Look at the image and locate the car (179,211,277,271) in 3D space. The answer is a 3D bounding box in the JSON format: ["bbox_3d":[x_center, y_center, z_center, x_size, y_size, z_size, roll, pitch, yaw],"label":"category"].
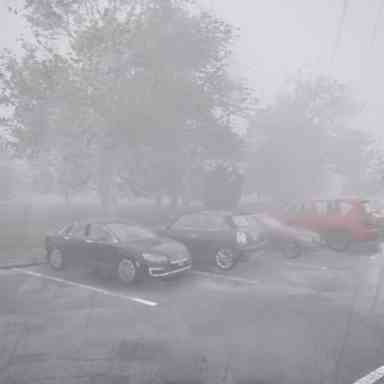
[{"bbox_3d":[0.184,1.409,11.253,4.553,1.767,2.185,-1,-1,35],"label":"car"}]

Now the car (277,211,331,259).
[{"bbox_3d":[2.600,1.600,12.974,4.674,1.452,2.002,-1,-1,35],"label":"car"}]

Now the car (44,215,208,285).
[{"bbox_3d":[-2.275,1.513,9.579,4.892,1.521,2.231,-1,-1,35],"label":"car"}]

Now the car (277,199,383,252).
[{"bbox_3d":[5.020,1.335,14.673,5.566,2.045,2.435,-1,-1,35],"label":"car"}]
